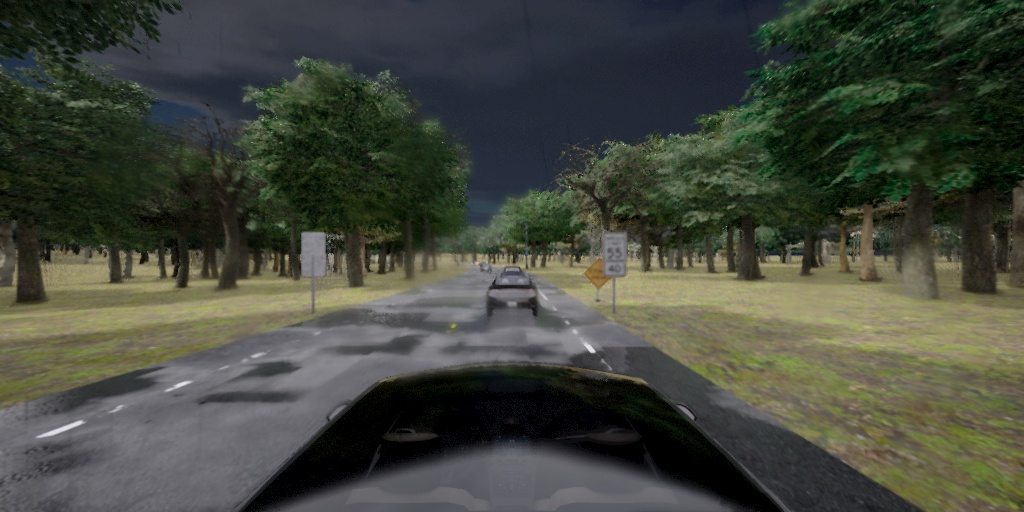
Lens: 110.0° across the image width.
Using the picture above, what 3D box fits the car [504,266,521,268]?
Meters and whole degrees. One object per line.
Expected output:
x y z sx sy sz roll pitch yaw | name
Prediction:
0.038 1.564 29.055 1.837 1.490 4.892 0 0 1 | car

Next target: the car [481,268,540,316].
0.040 1.382 14.002 2.128 1.511 4.902 0 -1 0 | car

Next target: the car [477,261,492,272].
-4.167 1.886 58.249 2.128 1.511 4.902 0 -1 -3 | car

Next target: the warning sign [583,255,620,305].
3.547 1.014 14.770 1.300 1.860 1.060 0 0 0 | warning sign
